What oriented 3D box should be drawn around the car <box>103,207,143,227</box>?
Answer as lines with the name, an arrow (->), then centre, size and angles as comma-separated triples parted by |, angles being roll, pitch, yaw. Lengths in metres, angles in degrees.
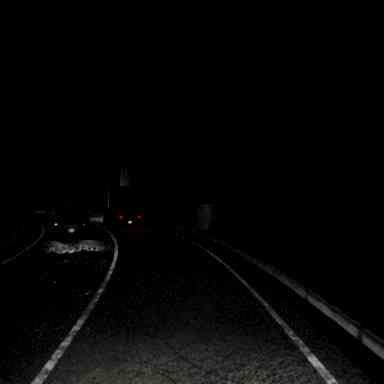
car -> -5.118, 1.710, 24.039 | 1.895, 1.301, 4.718 | 1, -1, -26

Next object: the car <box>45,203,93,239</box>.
car -> -6.529, 1.553, 17.954 | 2.128, 1.511, 4.902 | 1, 0, -21

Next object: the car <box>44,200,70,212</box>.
car -> -14.414, 1.640, 36.294 | 4.674, 1.442, 1.812 | 0, -1, 44
